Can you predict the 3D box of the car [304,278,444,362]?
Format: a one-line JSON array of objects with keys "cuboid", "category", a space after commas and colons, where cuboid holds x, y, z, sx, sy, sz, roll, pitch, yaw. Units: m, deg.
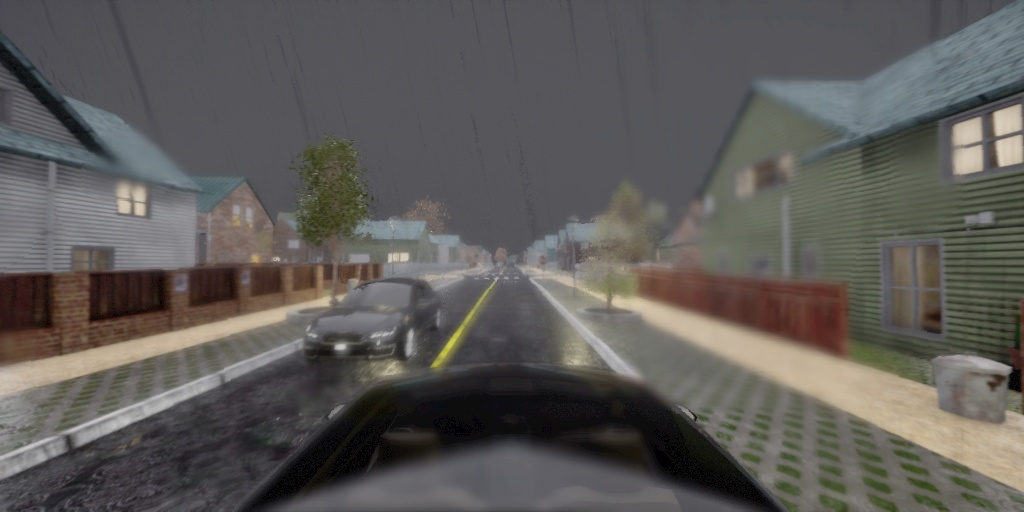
[{"cuboid": [-2.853, 1.317, 8.454, 1.837, 1.490, 4.892, 0, -1, 0], "category": "car"}]
